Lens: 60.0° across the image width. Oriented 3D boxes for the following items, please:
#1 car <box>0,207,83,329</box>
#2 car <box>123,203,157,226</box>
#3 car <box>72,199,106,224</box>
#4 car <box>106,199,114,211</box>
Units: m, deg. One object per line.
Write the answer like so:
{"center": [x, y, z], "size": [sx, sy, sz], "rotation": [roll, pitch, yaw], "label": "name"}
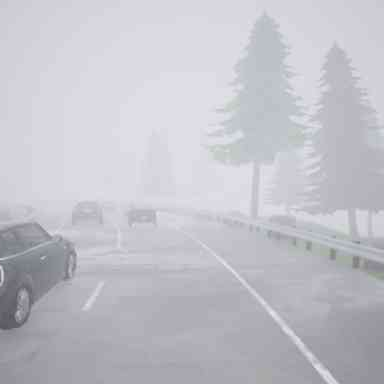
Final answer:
{"center": [-3.999, 1.372, 7.058], "size": [2.097, 1.767, 4.553], "rotation": [0, 0, -5], "label": "car"}
{"center": [-3.818, 1.497, 23.893], "size": [1.882, 1.535, 5.008], "rotation": [0, 0, -17], "label": "car"}
{"center": [-7.873, 1.392, 25.069], "size": [2.097, 1.767, 4.553], "rotation": [0, 0, -18], "label": "car"}
{"center": [-10.921, 1.559, 40.567], "size": [2.163, 1.488, 4.792], "rotation": [0, 0, -29], "label": "car"}
